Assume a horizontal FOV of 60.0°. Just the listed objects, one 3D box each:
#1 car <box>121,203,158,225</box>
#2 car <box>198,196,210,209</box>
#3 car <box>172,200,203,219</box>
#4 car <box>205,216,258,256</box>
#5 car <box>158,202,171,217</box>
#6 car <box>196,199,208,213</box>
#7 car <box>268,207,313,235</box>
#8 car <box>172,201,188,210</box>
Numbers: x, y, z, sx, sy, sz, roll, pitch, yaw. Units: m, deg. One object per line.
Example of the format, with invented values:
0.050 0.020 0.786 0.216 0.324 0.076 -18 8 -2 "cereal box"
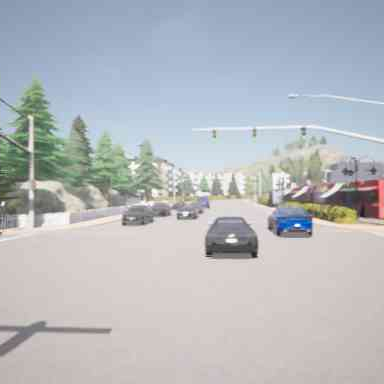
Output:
-4.390 1.861 27.435 1.837 1.490 4.892 -1 -1 5 "car"
1.938 1.803 57.269 2.150 2.045 5.566 -1 0 5 "car"
-0.376 1.850 32.756 2.128 1.511 4.902 -1 -1 5 "car"
1.565 1.683 13.618 1.994 1.385 4.181 -1 -1 5 "car"
-3.526 1.921 36.806 1.882 1.535 5.008 -1 0 5 "car"
0.529 1.996 42.465 2.033 1.411 5.357 -1 -1 5 "car"
5.616 1.606 19.480 1.882 1.535 5.008 -1 -1 5 "car"
-1.950 2.162 53.486 1.994 1.385 4.181 -1 -1 6 "car"
